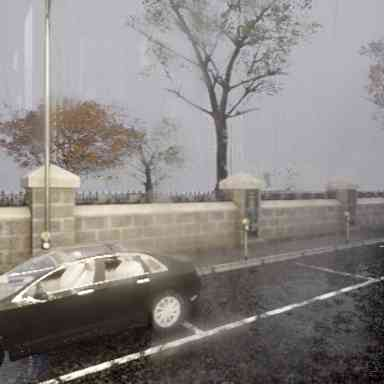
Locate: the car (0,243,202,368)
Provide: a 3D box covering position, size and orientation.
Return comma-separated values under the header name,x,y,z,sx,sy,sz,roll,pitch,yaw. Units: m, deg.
name,x,y,z,sx,sy,sz,roll,pitch,yaw
car,-1.870,1.549,5.222,4.403,1.369,2.008,0,0,-35
